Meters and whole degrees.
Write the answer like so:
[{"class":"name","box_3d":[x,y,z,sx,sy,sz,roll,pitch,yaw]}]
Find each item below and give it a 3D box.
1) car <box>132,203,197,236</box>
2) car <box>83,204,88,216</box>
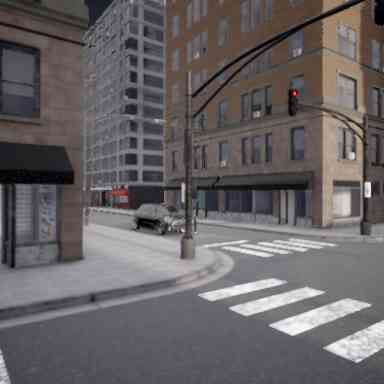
[{"class":"car","box_3d":[-1.702,1.459,19.461,2.097,1.767,4.553,0,0,-36]},{"class":"car","box_3d":[-12.274,1.663,34.241,1.882,1.535,5.008,0,0,-36]}]
